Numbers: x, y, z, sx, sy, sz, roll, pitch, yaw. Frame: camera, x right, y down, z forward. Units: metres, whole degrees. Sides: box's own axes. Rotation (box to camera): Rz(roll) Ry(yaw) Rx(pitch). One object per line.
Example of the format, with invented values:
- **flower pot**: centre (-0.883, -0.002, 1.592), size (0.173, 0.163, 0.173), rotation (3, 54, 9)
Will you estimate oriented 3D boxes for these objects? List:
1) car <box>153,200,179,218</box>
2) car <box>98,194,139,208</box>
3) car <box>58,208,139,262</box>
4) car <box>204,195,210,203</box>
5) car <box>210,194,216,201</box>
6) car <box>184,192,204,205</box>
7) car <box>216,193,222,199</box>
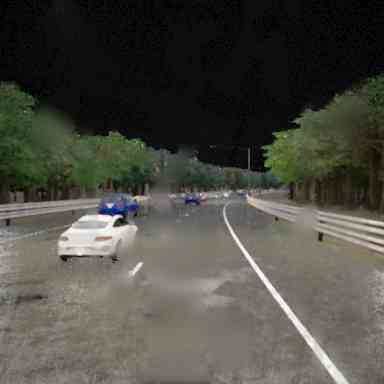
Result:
- **car**: centre (-2.233, 1.453, 29.343), size (1.812, 1.442, 4.674), rotation (0, 0, 4)
- **car**: centre (-5.900, 1.152, 27.256), size (2.150, 2.045, 5.566), rotation (0, 0, 4)
- **car**: centre (-3.163, 1.508, 11.901), size (1.812, 1.442, 4.674), rotation (0, 0, 2)
- **car**: centre (1.721, 1.391, 63.923), size (1.895, 1.301, 4.718), rotation (0, 0, 9)
- **car**: centre (3.602, 1.310, 74.616), size (1.895, 1.301, 4.718), rotation (0, 1, 11)
- **car**: centre (0.127, 1.057, 53.182), size (2.150, 2.045, 5.566), rotation (0, 0, 8)
- **car**: centre (5.770, 1.210, 85.256), size (1.895, 1.301, 4.718), rotation (0, 1, 12)
